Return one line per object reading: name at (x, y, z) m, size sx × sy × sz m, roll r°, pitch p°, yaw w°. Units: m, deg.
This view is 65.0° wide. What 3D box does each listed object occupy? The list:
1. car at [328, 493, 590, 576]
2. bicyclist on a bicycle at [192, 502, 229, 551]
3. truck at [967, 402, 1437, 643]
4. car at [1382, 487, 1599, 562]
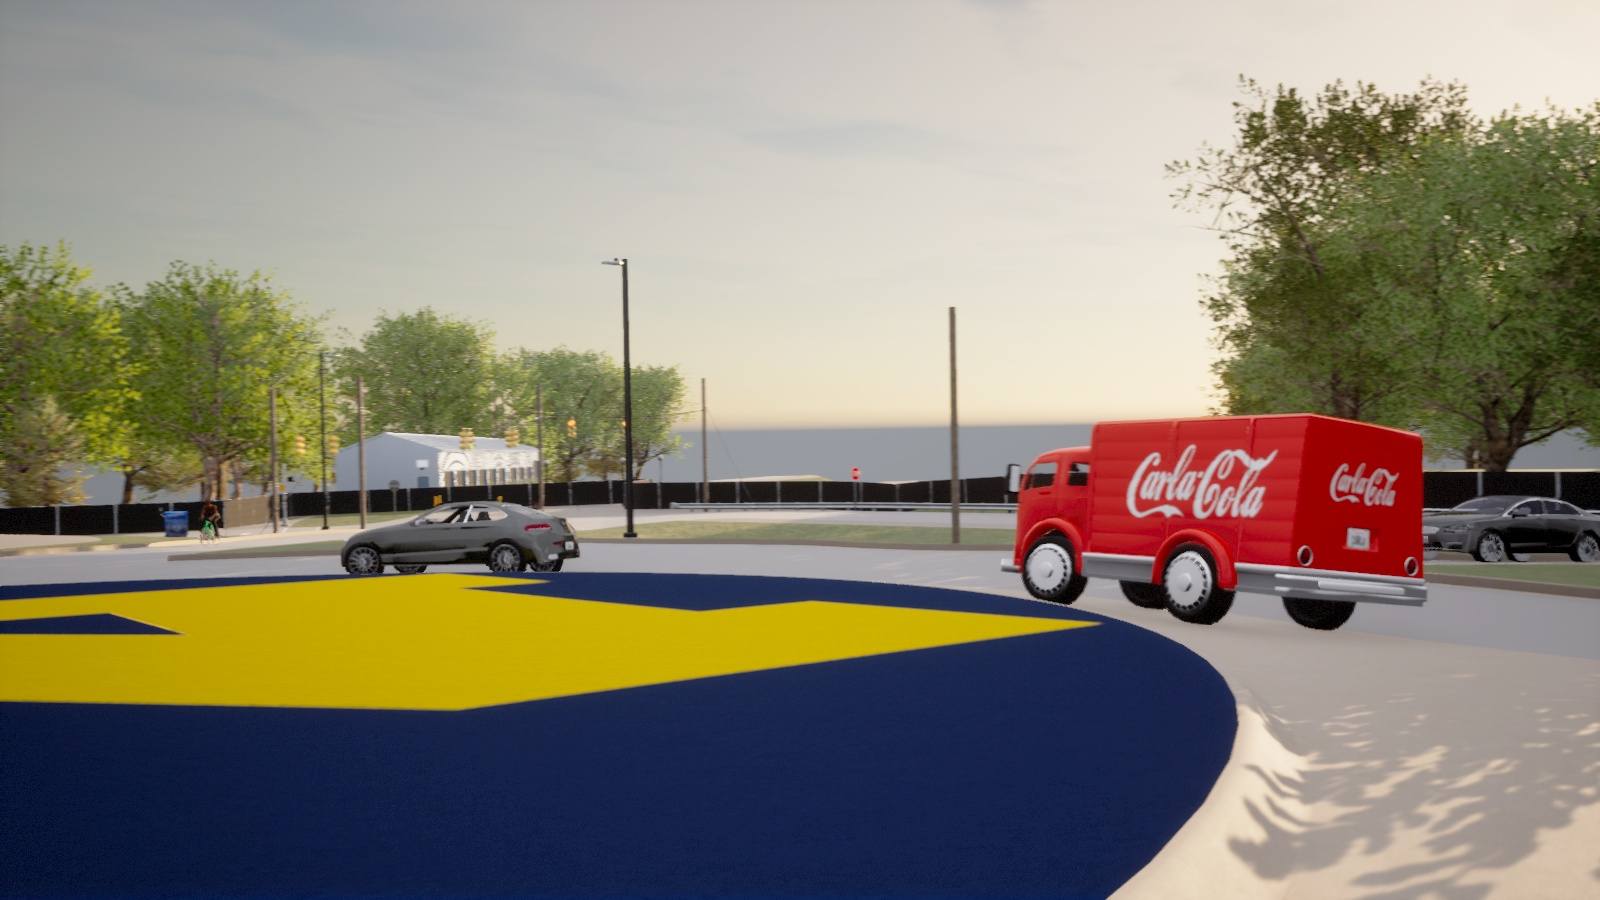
car at (-7.316, 1.824, 27.088) m, size 5.027 × 1.651 × 2.152 m, roll -2°, pitch -3°, yaw 13°
bicyclist on a bicycle at (-20.563, 2.654, 43.846) m, size 0.582 × 1.620 × 1.656 m, roll -2°, pitch -2°, yaw -3°
truck at (4.866, 0.901, 16.110) m, size 2.627 × 2.467 × 5.204 m, roll 7°, pitch -4°, yaw -29°
car at (15.458, 1.638, 27.507) m, size 4.902 × 1.511 × 2.128 m, roll 2°, pitch -3°, yaw -21°
